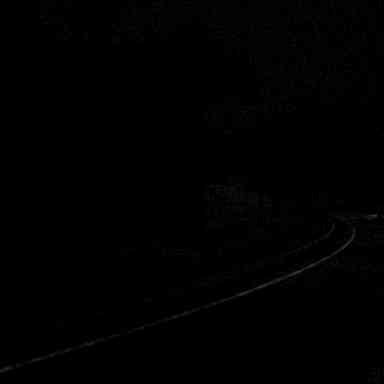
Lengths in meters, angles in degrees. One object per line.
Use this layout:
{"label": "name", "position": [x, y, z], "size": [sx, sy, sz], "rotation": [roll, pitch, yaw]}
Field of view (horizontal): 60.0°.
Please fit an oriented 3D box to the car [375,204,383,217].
{"label": "car", "position": [17.953, 1.621, 29.585], "size": [2.033, 1.411, 5.357], "rotation": [0, -1, 15]}
